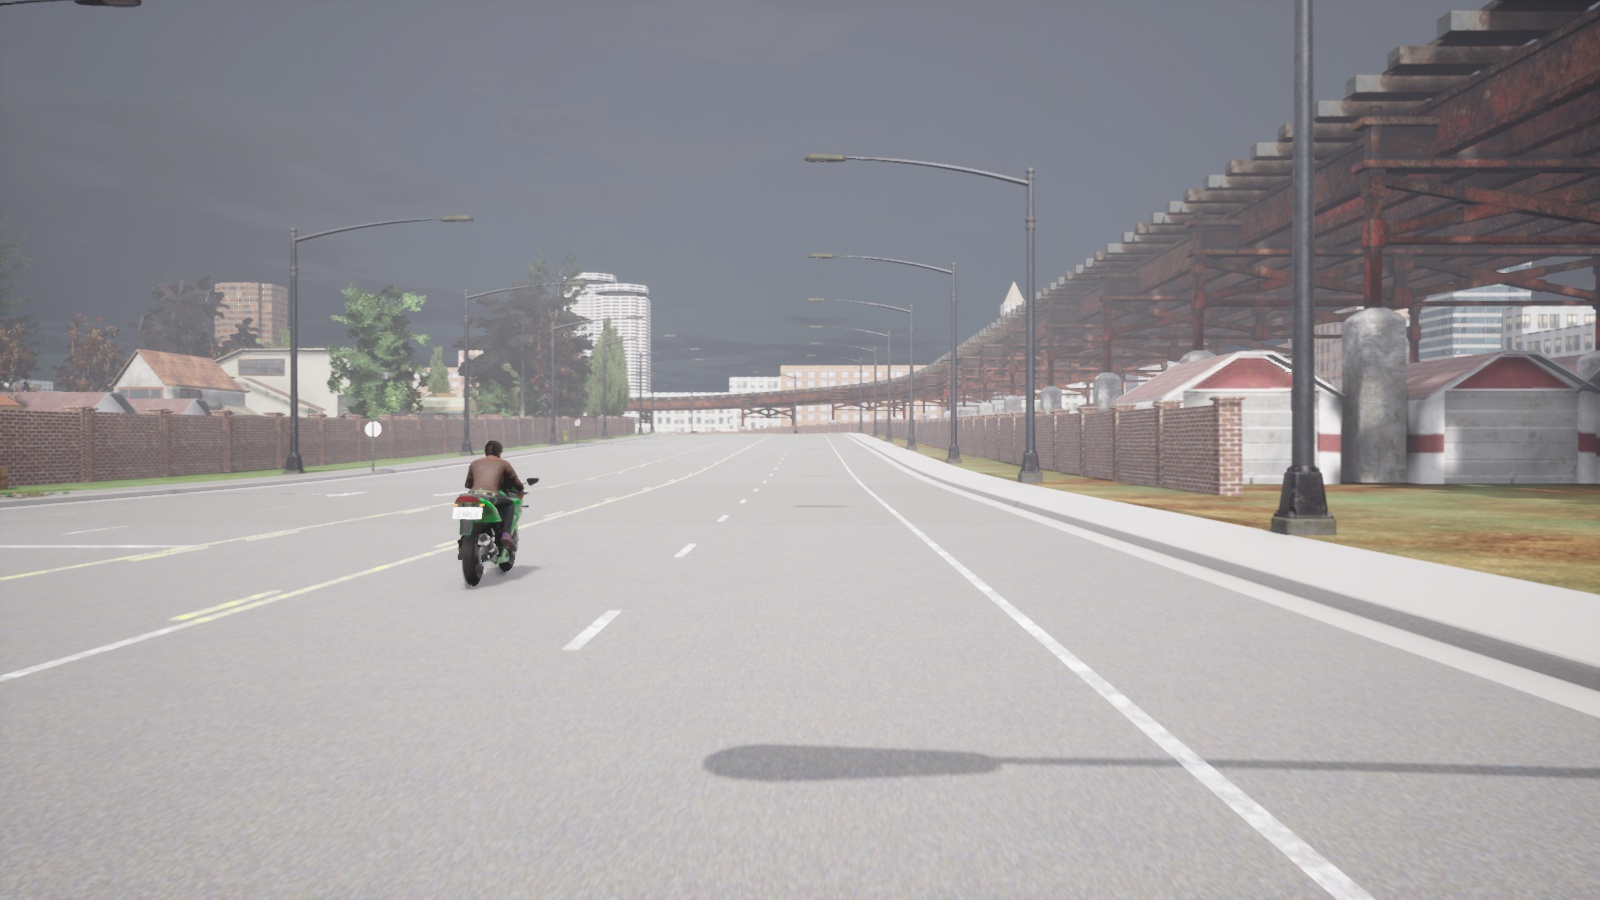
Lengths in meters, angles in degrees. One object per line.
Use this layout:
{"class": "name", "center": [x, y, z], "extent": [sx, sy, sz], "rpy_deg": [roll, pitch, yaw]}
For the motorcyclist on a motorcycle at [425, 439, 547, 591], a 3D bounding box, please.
{"class": "motorcyclist on a motorcycle", "center": [-3.367, 0.649, 13.672], "extent": [0.797, 1.523, 2.044], "rpy_deg": [0, 0, 1]}
